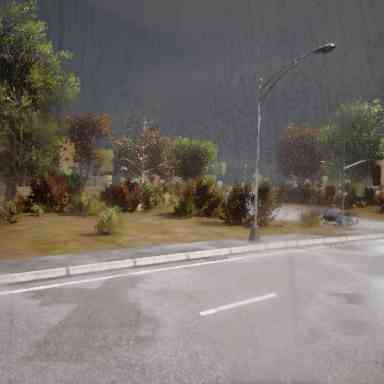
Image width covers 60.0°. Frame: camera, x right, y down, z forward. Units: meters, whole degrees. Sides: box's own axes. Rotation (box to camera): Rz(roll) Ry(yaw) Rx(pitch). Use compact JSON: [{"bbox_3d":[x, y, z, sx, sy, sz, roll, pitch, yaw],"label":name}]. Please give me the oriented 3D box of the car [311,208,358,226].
[{"bbox_3d":[13.236,2.243,31.308,2.128,1.511,4.902,3,-1,-23],"label":"car"}]
